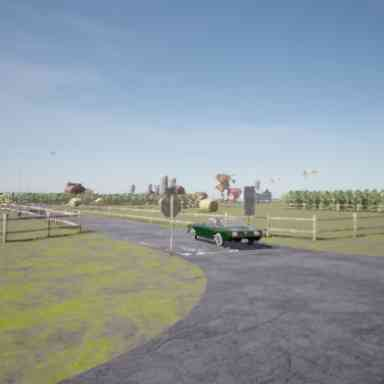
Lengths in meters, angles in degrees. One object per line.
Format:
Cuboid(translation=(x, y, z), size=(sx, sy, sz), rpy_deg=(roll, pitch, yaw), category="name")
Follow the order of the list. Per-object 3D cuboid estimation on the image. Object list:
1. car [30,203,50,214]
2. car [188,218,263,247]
Cuboid(translation=(-21.491, 2.298, 46.957), size=(2.128, 1.511, 4.902), rpy_deg=(2, -2, -36), category="car")
Cuboid(translation=(1.491, 1.967, 17.127), size=(1.895, 1.301, 4.718), rpy_deg=(2, -2, -25), category="car")
